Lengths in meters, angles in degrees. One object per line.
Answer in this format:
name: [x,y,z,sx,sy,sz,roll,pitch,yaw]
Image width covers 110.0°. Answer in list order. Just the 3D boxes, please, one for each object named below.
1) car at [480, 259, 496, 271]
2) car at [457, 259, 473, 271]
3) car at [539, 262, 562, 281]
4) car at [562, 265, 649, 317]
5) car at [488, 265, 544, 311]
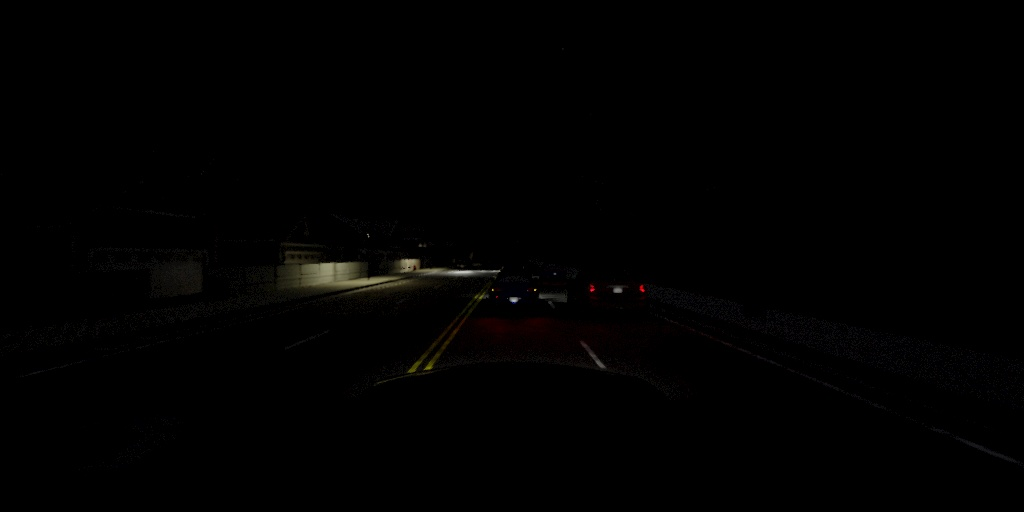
car: [-3.314,1.245,50.431,1.837,1.490,4.892,0,0,0]
car: [-6.564,1.232,50.414,2.128,1.511,4.902,0,0,0]
car: [3.339,1.221,30.153,1.882,1.535,5.008,0,0,0]
car: [3.325,1.096,13.333,2.097,1.767,4.553,0,0,0]
car: [0.080,1.270,14.239,1.812,1.442,4.674,0,0,0]
